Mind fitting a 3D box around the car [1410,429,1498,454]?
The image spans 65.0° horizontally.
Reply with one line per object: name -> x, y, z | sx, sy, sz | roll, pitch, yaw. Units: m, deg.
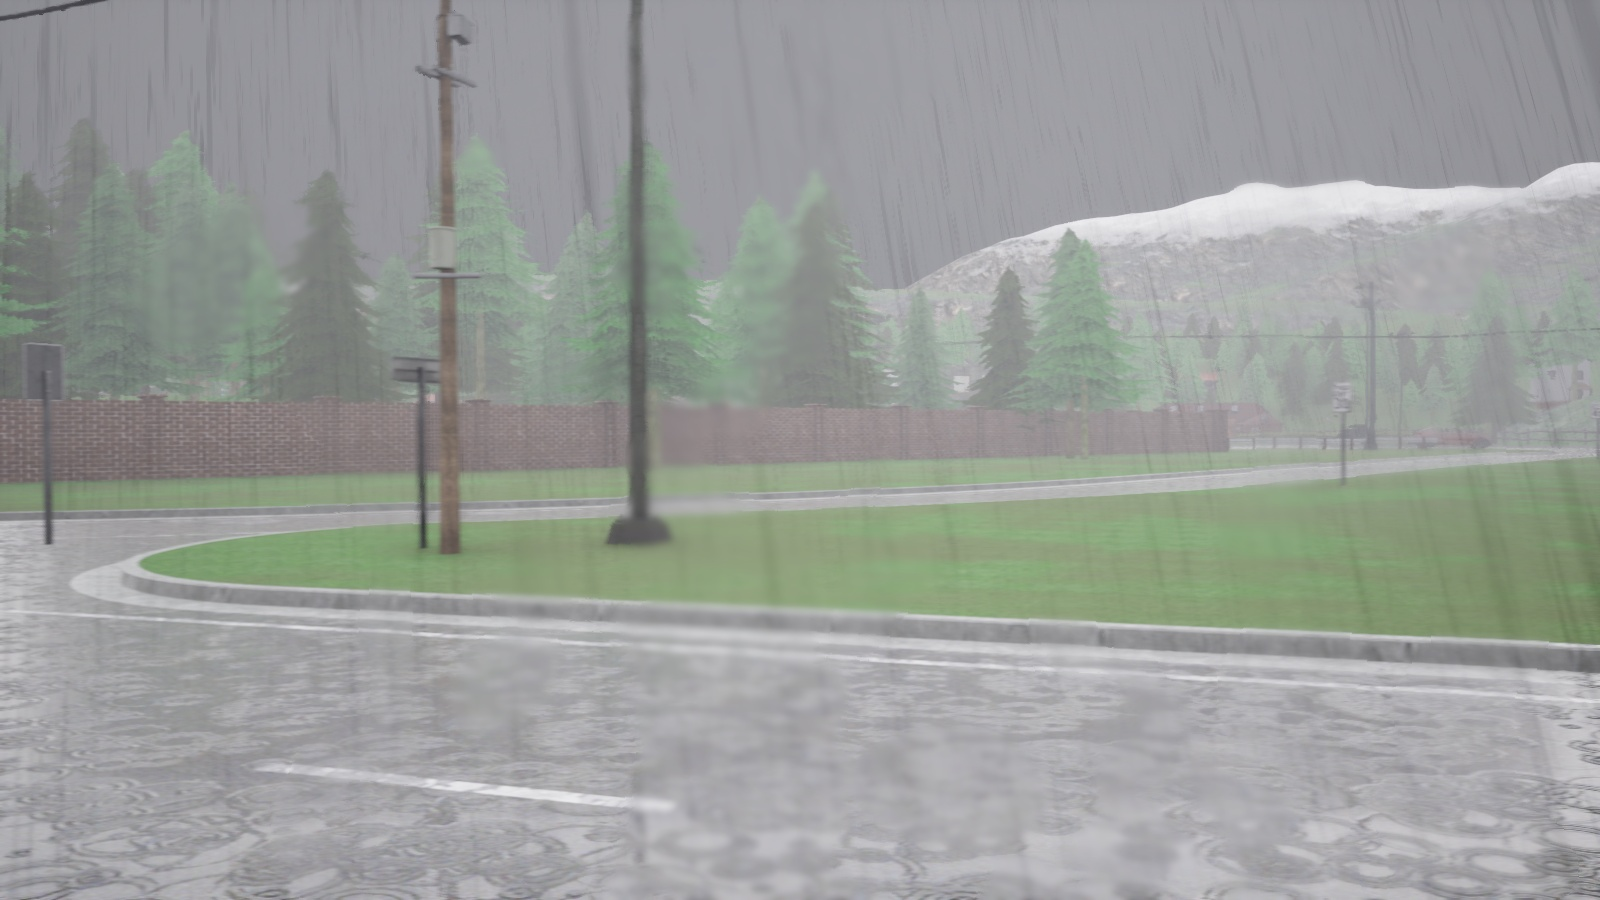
car -> 44.765, -0.605, 86.064 | 5.027, 1.651, 2.152 | 1, 1, 18
